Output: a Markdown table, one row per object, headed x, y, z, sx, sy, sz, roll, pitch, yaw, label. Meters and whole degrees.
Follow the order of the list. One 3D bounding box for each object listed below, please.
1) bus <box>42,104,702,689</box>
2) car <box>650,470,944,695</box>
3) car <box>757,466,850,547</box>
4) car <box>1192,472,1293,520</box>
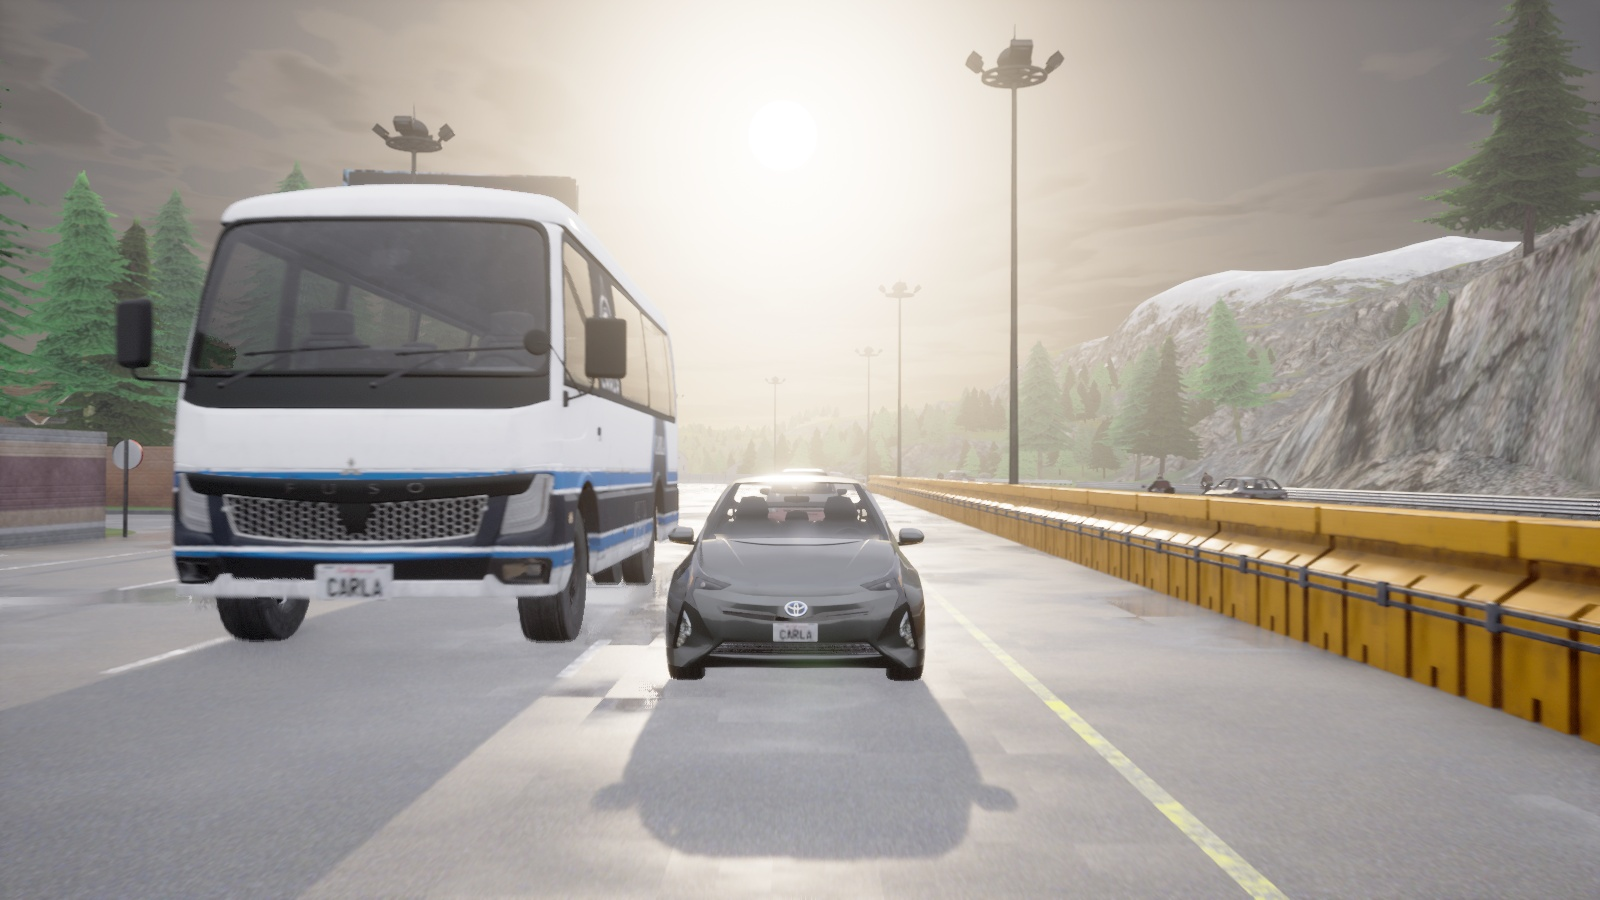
| x | y | z | sx | sy | sz | roll | pitch | yaw | label |
| --- | --- | --- | --- | --- | --- | --- | --- | --- | --- |
| -3.533 | -0.308 | 14.309 | 3.944 | 4.253 | 10.273 | 0 | -1 | 0 | bus |
| -0.022 | 0.943 | 10.830 | 2.007 | 1.525 | 4.514 | 0 | -1 | 0 | car |
| 0.084 | 1.166 | 27.093 | 1.851 | 1.617 | 3.988 | 0 | -1 | 1 | car |
| 14.225 | 1.451 | 40.617 | 1.816 | 1.474 | 4.193 | 0 | -1 | 1 | car |
